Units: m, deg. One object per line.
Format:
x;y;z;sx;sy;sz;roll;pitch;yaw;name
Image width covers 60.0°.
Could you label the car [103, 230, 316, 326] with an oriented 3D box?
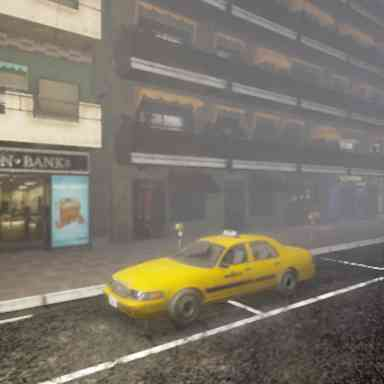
0.630;1.523;7.017;4.829;1.417;1.752;0;0;-36;car
